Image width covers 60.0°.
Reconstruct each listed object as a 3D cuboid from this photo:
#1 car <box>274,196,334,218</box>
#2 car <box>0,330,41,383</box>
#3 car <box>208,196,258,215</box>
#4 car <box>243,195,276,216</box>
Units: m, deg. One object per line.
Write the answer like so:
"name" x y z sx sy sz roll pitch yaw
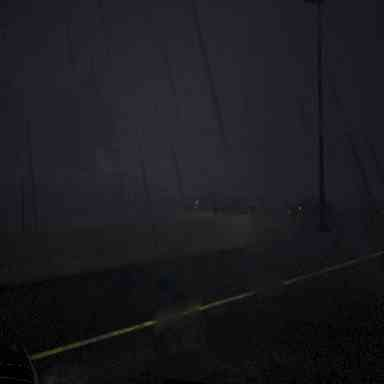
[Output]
"car" 8.282 1.093 24.015 4.718 1.301 1.895 -2 1 -42
"car" -3.160 1.400 1.603 4.553 1.767 2.097 -2 1 -35
"car" 3.654 1.097 29.268 4.181 1.385 1.994 -2 1 -42
"car" 5.977 1.013 26.650 4.674 1.442 1.812 -2 1 -42
